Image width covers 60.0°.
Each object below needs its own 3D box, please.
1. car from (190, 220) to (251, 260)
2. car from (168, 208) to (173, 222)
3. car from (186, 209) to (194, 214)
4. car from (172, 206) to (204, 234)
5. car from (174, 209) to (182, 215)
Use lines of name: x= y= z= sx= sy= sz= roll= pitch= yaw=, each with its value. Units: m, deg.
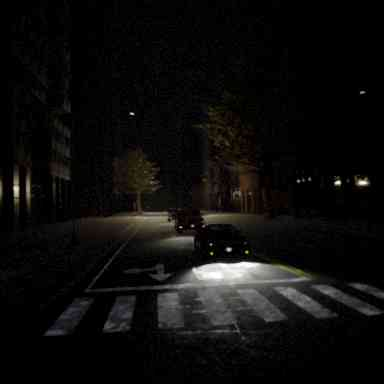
car: x=1.255 y=2.168 z=15.099 sx=1.994 sy=1.385 sz=4.181 roll=-1 pitch=-2 yaw=-6
car: x=-2.353 y=3.334 z=48.993 sx=2.150 sy=2.045 sz=5.566 roll=-1 pitch=-3 yaw=-6
car: x=-0.639 y=5.418 z=93.364 sx=1.837 sy=1.490 sz=4.892 roll=-1 pitch=-2 yaw=-6
car: x=-0.249 y=2.438 z=28.840 sx=2.150 sy=2.045 sz=5.566 roll=-1 pitch=-3 yaw=-6
car: x=-3.824 y=5.469 z=92.595 sx=1.837 sy=1.490 sz=4.892 roll=-1 pitch=-2 yaw=-6
